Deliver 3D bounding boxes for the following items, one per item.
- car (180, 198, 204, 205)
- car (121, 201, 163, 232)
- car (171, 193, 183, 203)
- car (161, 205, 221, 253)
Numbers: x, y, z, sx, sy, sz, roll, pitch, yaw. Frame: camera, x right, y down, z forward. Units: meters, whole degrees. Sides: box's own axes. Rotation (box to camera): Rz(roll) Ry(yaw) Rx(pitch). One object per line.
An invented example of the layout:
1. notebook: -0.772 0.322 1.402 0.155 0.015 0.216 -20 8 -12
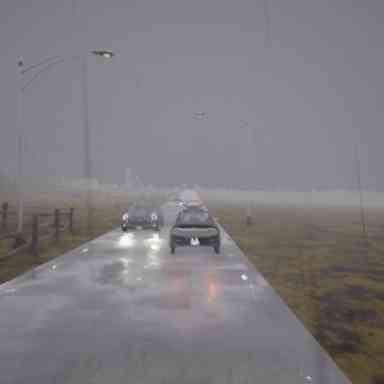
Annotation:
1. car: 0.109 1.484 30.358 1.812 1.442 4.674 0 0 0
2. car: -2.843 1.342 20.047 2.097 1.767 4.553 0 0 0
3. car: -2.764 1.078 61.323 2.097 1.767 4.553 0 1 1
4. car: 0.103 1.490 13.629 2.128 1.511 4.902 0 0 0
